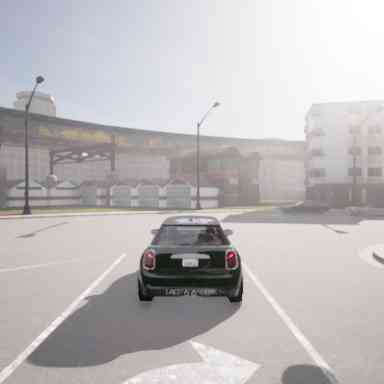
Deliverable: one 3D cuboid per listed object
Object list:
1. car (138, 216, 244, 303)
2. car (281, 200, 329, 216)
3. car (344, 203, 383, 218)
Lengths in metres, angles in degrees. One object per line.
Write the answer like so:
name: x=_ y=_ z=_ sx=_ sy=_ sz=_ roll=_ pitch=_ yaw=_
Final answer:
car: x=-0.006 y=1.367 z=8.427 sx=2.097 sy=1.767 sz=4.553 roll=0 pitch=0 yaw=1
car: x=11.328 y=1.586 z=33.451 sx=4.674 sy=1.442 sz=1.812 roll=0 pitch=0 yaw=-4
car: x=16.490 y=1.655 z=30.208 sx=4.718 sy=1.301 sz=1.895 roll=0 pitch=0 yaw=1
